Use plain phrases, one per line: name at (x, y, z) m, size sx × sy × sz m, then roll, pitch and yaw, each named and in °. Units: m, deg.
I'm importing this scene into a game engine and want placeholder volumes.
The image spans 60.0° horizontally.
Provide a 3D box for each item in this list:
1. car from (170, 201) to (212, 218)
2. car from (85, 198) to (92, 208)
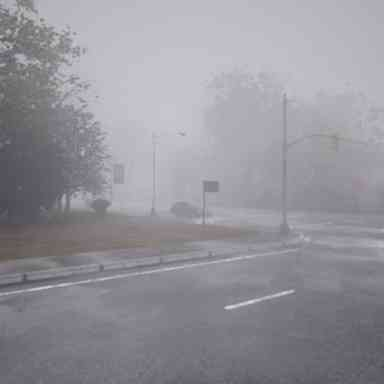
car at (-0.158, 1.603, 31.286) m, size 1.837 × 1.490 × 4.892 m, roll 0°, pitch 0°, yaw -39°
car at (-14.034, 1.570, 48.712) m, size 1.882 × 1.535 × 5.008 m, roll 0°, pitch -1°, yaw -38°
